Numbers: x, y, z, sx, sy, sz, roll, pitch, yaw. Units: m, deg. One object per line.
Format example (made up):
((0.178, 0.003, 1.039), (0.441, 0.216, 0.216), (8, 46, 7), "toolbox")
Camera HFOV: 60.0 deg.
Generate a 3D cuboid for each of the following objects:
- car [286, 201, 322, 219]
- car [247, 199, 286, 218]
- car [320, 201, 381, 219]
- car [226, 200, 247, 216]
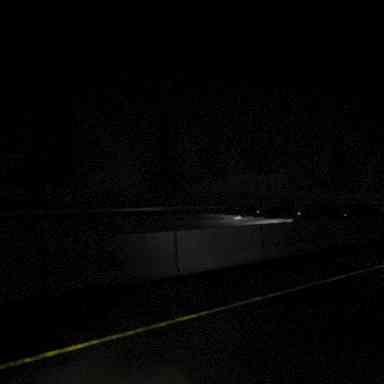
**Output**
((10.857, 1.526, 28.928), (4.902, 1.511, 2.128), (0, 0, -35), "car")
((7.908, 1.525, 31.125), (4.902, 1.511, 2.128), (0, 0, -35), "car")
((12.652, 1.582, 25.915), (5.357, 1.411, 2.033), (0, 0, -35), "car")
((5.676, 1.511, 33.833), (5.008, 1.535, 1.882), (0, 0, -35), "car")
